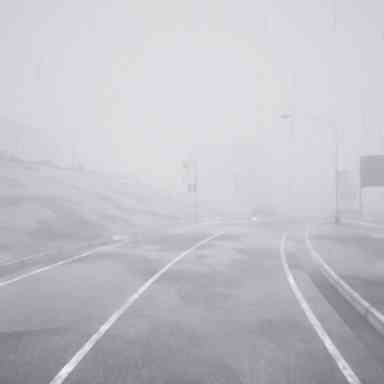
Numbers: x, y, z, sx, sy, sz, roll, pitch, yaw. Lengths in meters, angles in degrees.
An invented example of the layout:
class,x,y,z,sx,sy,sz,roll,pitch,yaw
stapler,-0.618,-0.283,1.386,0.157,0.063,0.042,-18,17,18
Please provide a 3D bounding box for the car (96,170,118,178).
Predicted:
class,x,y,z,sx,sy,sz,roll,pitch,yaw
car,-13.706,-2.476,49.443,2.231,1.521,4.892,-1,-3,18

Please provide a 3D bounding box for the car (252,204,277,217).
class,x,y,z,sx,sy,sz,roll,pitch,yaw
car,7.984,2.005,36.640,1.994,1.385,4.181,-1,-2,26

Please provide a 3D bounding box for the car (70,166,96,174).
class,x,y,z,sx,sy,sz,roll,pitch,yaw
car,-15.355,-2.690,44.282,2.002,1.452,4.674,-1,-3,19

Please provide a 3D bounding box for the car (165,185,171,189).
class,x,y,z,sx,sy,sz,roll,pitch,yaw
car,-6.947,-0.809,76.379,2.002,1.452,4.674,0,-4,11

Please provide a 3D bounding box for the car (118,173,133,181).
class,x,y,z,sx,sy,sz,roll,pitch,yaw
car,-12.114,-2.319,54.848,2.185,1.767,4.553,0,-3,16

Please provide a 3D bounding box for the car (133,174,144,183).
class,x,y,z,sx,sy,sz,roll,pitch,yaw
car,-10.626,-2.140,60.256,2.435,2.045,5.566,0,-3,15

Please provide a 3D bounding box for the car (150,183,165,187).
class,x,y,z,sx,sy,sz,roll,pitch,yaw
car,-8.074,-1.179,70.965,2.002,1.452,4.674,0,-4,13

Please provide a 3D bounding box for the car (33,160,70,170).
class,x,y,z,sx,sy,sz,roll,pitch,yaw
car,-17.145,-2.956,39.068,2.163,1.488,4.792,-1,-3,20

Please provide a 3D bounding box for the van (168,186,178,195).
class,x,y,z,sx,sy,sz,roll,pitch,yaw
van,-4.967,-0.256,87.401,1.878,1.987,4.442,0,-4,10

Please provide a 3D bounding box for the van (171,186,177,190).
class,x,y,z,sx,sy,sz,roll,pitch,yaw
van,-5.874,-0.672,81.952,1.878,1.987,4.442,0,-4,11

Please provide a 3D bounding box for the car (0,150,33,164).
class,x,y,z,sx,sy,sz,roll,pitch,yaw
car,-19.106,-3.374,33.700,2.185,1.767,4.553,-1,-3,21
